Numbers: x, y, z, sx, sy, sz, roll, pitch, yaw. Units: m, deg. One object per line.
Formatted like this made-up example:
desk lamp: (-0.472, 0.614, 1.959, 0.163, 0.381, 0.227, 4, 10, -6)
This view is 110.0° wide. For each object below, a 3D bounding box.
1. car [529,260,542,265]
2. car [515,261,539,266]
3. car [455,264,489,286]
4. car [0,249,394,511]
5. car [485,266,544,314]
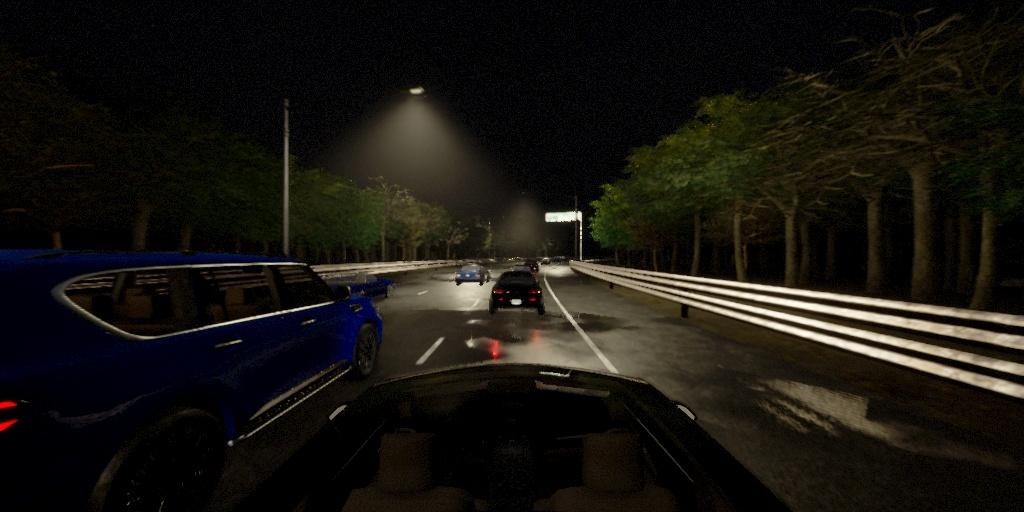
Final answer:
car: (2.413, 1.270, 44.856, 1.812, 1.442, 4.674, 0, 0, 6)
car: (0.802, 1.319, 26.226, 1.994, 1.385, 4.181, 0, 0, 4)
car: (-2.671, 1.295, 25.285, 2.033, 1.411, 5.357, 0, 0, 3)
car: (-3.378, 0.966, 4.026, 2.150, 2.045, 5.566, 0, 0, 0)
car: (0.213, 1.281, 13.622, 1.812, 1.442, 4.674, 0, 0, 2)
